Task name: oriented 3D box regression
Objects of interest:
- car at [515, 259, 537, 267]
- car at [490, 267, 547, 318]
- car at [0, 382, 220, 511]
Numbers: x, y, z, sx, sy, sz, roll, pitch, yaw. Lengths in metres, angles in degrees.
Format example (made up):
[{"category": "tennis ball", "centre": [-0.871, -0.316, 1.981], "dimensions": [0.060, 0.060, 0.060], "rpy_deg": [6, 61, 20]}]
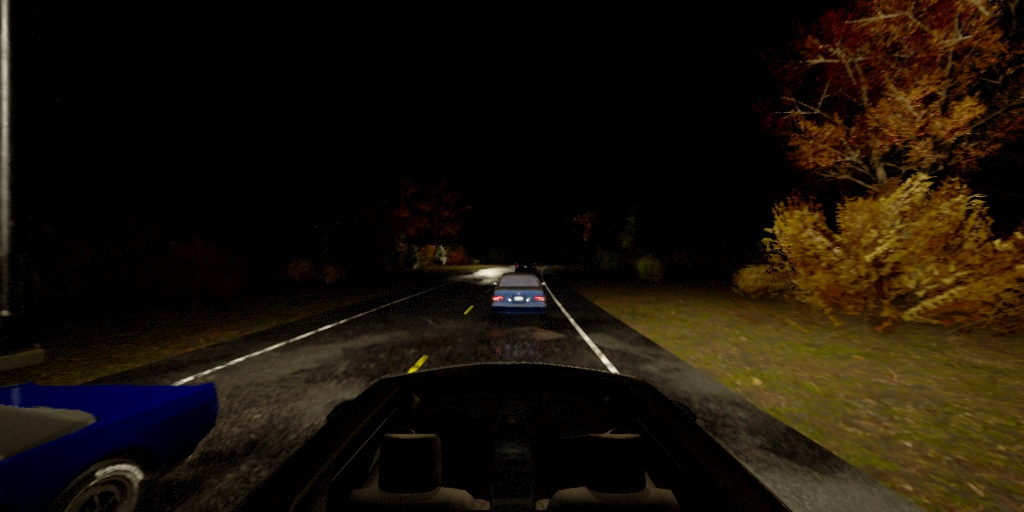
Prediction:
[{"category": "car", "centre": [1.484, 1.098, 37.722], "dimensions": [2.097, 1.767, 4.553], "rpy_deg": [0, 0, 4]}, {"category": "car", "centre": [0.257, 1.297, 13.017], "dimensions": [2.033, 1.411, 5.357], "rpy_deg": [0, 0, 1]}, {"category": "car", "centre": [-3.579, 1.348, 0.974], "dimensions": [1.895, 1.301, 4.718], "rpy_deg": [0, 0, 0]}]
